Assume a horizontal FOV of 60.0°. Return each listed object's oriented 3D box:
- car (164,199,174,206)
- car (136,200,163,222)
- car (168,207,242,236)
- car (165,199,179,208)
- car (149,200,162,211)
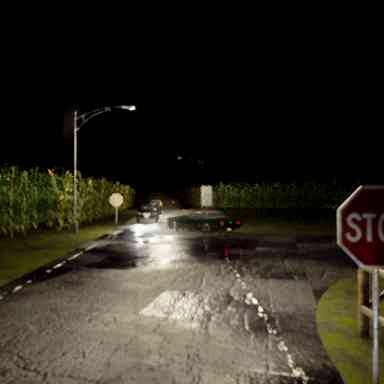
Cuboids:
[{"bbox_3d":[-4.849,2.272,69.688,1.994,1.385,4.181,0,-1,-8],"label":"car"},{"bbox_3d":[-3.812,1.781,29.437,2.128,1.511,4.902,0,-1,-3],"label":"car"},{"bbox_3d":[0.603,1.771,19.612,1.895,1.301,4.718,0,-2,-40],"label":"car"},{"bbox_3d":[-3.523,1.959,59.702,2.097,1.767,4.553,0,-1,-7],"label":"car"},{"bbox_3d":[-5.426,1.983,50.155,1.882,1.535,5.008,0,-1,-5],"label":"car"}]
